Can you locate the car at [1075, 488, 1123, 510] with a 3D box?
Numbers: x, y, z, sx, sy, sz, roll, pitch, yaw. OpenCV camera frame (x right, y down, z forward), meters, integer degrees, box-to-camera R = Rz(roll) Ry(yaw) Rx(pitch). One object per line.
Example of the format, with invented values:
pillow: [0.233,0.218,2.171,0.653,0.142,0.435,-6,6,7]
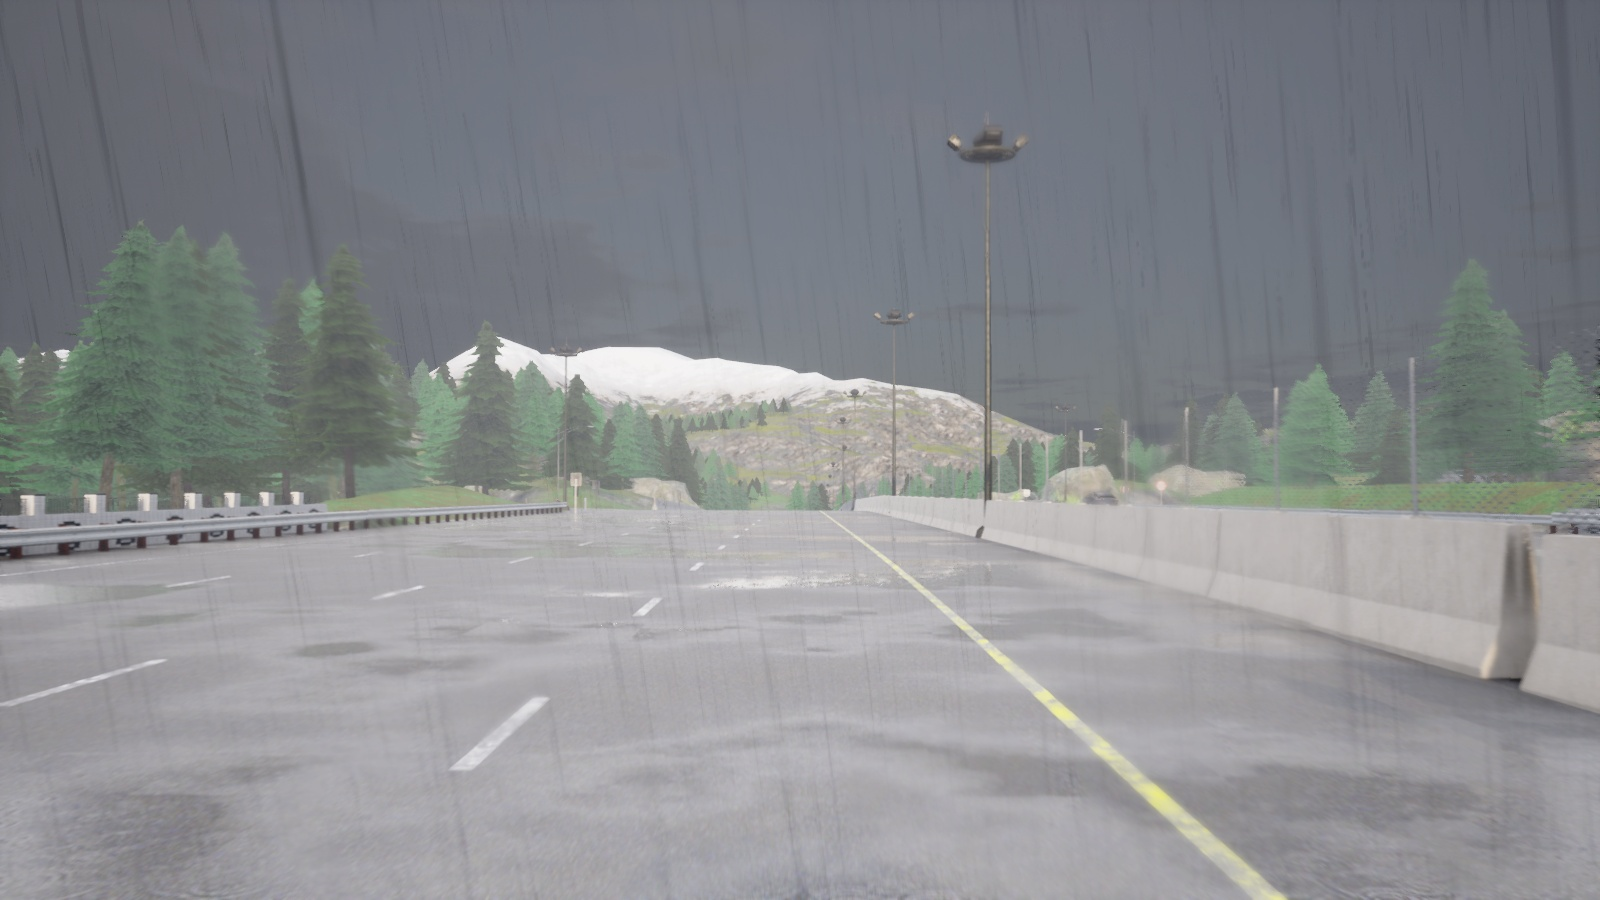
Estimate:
car: [20.793,3.424,87.518,2.128,1.511,4.902,0,-2,0]
